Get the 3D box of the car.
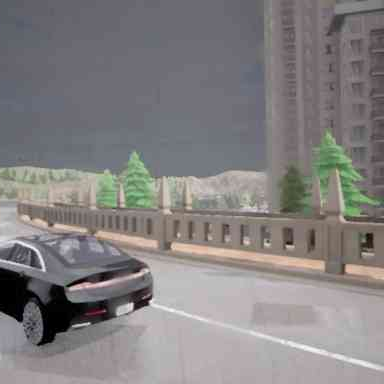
[{"bbox_3d":[-2.850,1.563,6.537,4.902,1.511,2.128,-1,0,40],"label":"car"}]
